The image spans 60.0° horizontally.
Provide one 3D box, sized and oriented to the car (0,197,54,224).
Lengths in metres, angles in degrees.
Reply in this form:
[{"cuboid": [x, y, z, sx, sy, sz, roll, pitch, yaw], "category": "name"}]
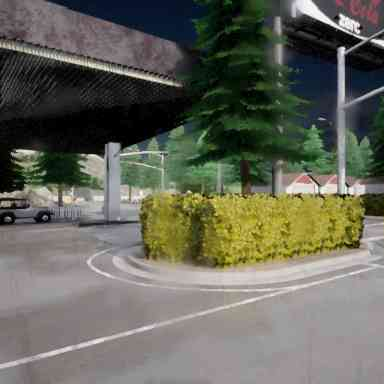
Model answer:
[{"cuboid": [-11.962, 1.313, 23.485, 3.866, 1.878, 1.905, 0, 0, -36], "category": "car"}]
